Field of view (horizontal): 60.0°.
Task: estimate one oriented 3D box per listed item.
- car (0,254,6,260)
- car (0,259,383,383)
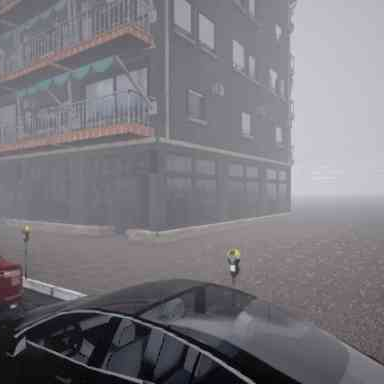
[{"bbox_3d":[-5.081,1.545,6.480,4.507,1.381,1.887,0,0,35],"label":"car"},{"bbox_3d":[-0.486,1.566,3.216,4.313,1.339,1.947,0,0,35],"label":"car"}]
